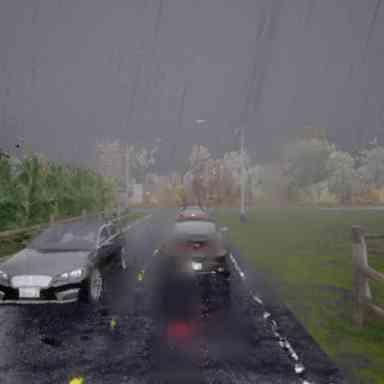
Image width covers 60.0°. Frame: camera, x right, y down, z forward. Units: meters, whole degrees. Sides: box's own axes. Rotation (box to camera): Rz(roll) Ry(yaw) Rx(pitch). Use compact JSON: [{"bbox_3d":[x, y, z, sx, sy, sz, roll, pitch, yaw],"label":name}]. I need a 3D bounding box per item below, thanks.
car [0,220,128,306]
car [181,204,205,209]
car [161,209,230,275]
[{"bbox_3d":[-2.850,1.507,8.287,2.128,1.511,4.902,0,0,0],"label":"car"},{"bbox_3d":[0.088,1.613,25.307,1.994,1.385,4.181,0,0,0],"label":"car"},{"bbox_3d":[0.090,1.527,10.448,1.837,1.490,4.892,0,0,0],"label":"car"}]
